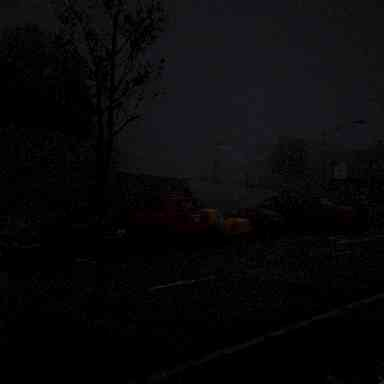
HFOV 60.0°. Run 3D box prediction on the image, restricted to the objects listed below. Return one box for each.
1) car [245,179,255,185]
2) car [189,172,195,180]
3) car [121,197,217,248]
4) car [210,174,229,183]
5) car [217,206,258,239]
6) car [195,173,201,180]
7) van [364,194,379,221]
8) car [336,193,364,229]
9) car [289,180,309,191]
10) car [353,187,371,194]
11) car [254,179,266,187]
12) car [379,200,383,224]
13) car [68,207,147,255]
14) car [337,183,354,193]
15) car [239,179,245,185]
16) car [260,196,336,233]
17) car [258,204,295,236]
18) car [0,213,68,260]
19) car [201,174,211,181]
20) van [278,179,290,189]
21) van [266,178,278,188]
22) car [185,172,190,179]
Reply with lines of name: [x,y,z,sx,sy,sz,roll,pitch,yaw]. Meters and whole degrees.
car: [14.192,-2.043,73.595,2.002,1.452,4.674,7,4,35]
car: [2.051,-4.085,90.820,2.185,1.767,4.553,4,1,34]
car: [-1.993,1.248,15.096,5.566,2.045,2.435,-1,-1,35]
car: [7.392,-3.176,83.599,1.946,1.575,5.366,7,3,34]
car: [0.336,1.503,16.913,5.366,1.575,1.946,-1,-1,35]
car: [3.769,-3.850,88.342,2.185,1.767,4.553,6,3,34]
van: [10.453,1.297,23.625,4.442,1.987,1.878,-1,-1,35]
car: [7.907,1.267,21.967,5.566,2.045,2.435,-1,-1,35]
car: [21.040,-0.992,63.677,2.231,1.521,4.892,7,3,35]
car: [27.895,0.137,53.787,2.002,1.452,4.674,7,3,35]
car: [16.013,-1.812,71.266,1.946,1.575,5.366,7,3,35]
car: [12.870,1.403,25.364,4.553,1.767,2.185,-1,-1,36]
car: [-4.446,1.524,13.363,4.792,1.488,2.163,-1,-1,35]
car: [26.216,-0.426,56.267,2.435,2.045,5.566,7,3,35]
car: [12.462,-2.317,76.065,2.002,1.452,4.674,7,3,35]
car: [5.385,1.263,20.274,5.566,2.045,2.435,-1,-1,35]
car: [2.950,1.549,18.528,4.674,1.452,2.002,-1,-1,35]
car: [-6.874,1.493,11.628,4.892,1.521,2.231,-1,-1,35]
car: [5.551,-3.698,85.867,2.435,2.045,5.566,7,4,34]
van: [19.292,-1.490,66.048,1.878,1.987,4.442,7,4,35]
van: [17.574,-1.764,68.527,1.878,1.987,4.442,7,4,35]
car: [0.290,-4.362,93.176,2.435,2.045,5.566,1,-1,35]
